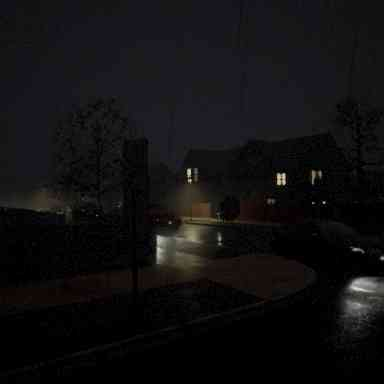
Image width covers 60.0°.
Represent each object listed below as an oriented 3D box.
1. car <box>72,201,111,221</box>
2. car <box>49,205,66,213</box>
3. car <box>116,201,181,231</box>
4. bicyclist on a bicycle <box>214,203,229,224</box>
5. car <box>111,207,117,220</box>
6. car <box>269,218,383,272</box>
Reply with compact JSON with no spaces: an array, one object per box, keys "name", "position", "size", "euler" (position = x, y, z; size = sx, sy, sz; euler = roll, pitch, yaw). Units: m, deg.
[{"name":"car","position":[-10.693,2.006,34.216],"size":[2.150,2.045,5.566],"euler":[-1,-1,-35]},{"name":"car","position":[-22.495,2.846,55.749],"size":[1.812,1.442,4.674],"euler":[-1,-1,-36]},{"name":"car","position":[-2.994,1.698,23.457],"size":[2.150,2.045,5.566],"euler":[-1,-1,-35]},{"name":"bicyclist on a bicycle","position":[2.358,1.659,26.031],"size":[1.656,1.620,0.582],"euler":[-1,0,-36]},{"name":"car","position":[-7.781,2.284,35.216],"size":[1.994,1.385,4.181],"euler":[-1,-1,-36]},{"name":"car","position":[4.559,1.671,11.651],"size":[1.812,1.442,4.674],"euler":[-1,-1,-23]}]
